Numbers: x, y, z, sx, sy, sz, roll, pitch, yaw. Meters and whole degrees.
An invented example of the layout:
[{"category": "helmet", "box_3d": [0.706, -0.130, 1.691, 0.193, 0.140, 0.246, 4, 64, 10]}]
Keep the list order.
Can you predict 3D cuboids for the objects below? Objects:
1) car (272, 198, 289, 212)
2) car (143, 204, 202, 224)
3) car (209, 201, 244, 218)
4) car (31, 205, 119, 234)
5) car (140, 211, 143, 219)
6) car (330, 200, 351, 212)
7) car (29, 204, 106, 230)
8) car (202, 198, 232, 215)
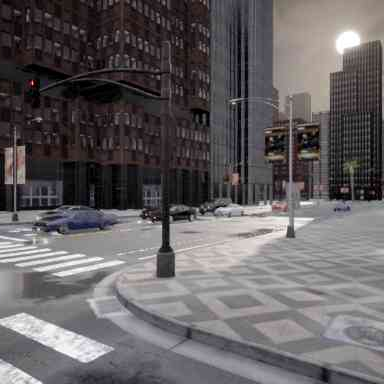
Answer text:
[{"category": "car", "box_3d": [13.710, 2.098, 50.217, 2.097, 1.767, 4.553, 0, -1, 35]}, {"category": "car", "box_3d": [-1.560, 1.830, 28.812, 1.882, 1.535, 5.008, 0, -1, 35]}, {"category": "car", "box_3d": [4.230, 2.024, 36.983, 1.812, 1.442, 4.674, 0, -1, 35]}, {"category": "car", "box_3d": [-7.126, 1.760, 20.955, 2.033, 1.411, 5.357, 0, -1, 35]}, {"category": "car", "box_3d": [-3.102, 1.940, 32.270, 1.994, 1.385, 4.181, 0, -1, 35]}, {"category": "car", "box_3d": [24.254, 2.430, 53.675, 2.033, 1.411, 5.357, 0, -1, 34]}, {"category": "car", "box_3d": [-8.868, 1.723, 24.115, 2.128, 1.511, 4.902, 0, -1, 35]}, {"category": "car", "box_3d": [3.108, 1.754, 41.014, 2.150, 2.045, 5.566, 0, -1, 35]}]
